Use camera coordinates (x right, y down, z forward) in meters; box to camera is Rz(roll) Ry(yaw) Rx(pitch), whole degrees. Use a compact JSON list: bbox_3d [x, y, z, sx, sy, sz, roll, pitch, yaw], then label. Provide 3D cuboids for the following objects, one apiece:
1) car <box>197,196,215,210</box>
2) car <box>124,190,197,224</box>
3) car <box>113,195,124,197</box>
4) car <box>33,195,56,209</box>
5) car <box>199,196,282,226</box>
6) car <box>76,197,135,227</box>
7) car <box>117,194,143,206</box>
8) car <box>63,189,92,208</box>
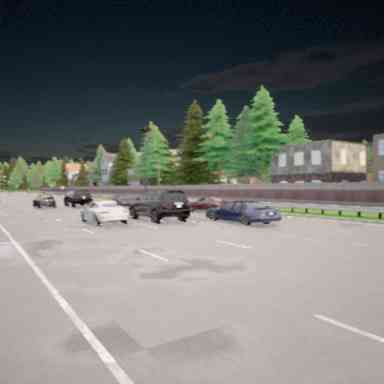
[{"bbox_3d":[1.465,1.086,29.166,1.812,1.442,4.674,-1,1,-33],"label":"car"},{"bbox_3d":[-2.261,0.908,22.106,2.150,2.045,5.566,-1,1,-33],"label":"car"},{"bbox_3d":[-7.992,1.048,37.115,2.033,1.411,5.357,-1,1,-33],"label":"car"},{"bbox_3d":[-16.760,1.036,37.680,2.128,1.511,4.902,-1,1,-33],"label":"car"},{"bbox_3d":[2.995,1.225,20.513,2.033,1.411,5.357,-1,1,-33],"label":"car"},{"bbox_3d":[-5.509,1.253,20.680,1.812,1.442,4.674,-1,1,-33],"label":"car"},{"bbox_3d":[-8.221,0.967,43.804,1.994,1.385,4.181,-1,1,-33],"label":"car"},{"bbox_3d":[-13.405,0.727,38.945,2.150,2.045,5.566,-1,1,-33],"label":"car"}]
